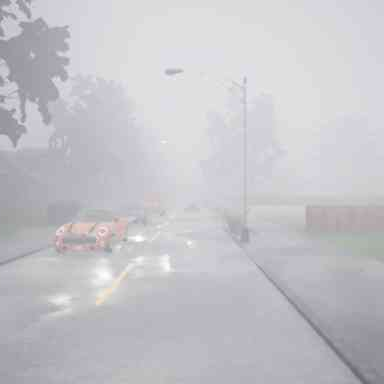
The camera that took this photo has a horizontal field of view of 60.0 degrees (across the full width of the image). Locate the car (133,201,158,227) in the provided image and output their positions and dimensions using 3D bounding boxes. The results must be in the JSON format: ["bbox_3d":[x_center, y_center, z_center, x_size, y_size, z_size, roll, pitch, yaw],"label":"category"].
[{"bbox_3d":[-4.057,1.679,24.631,2.128,1.511,4.902,0,0,0],"label":"car"}]

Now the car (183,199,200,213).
[{"bbox_3d":[0.026,1.837,41.189,1.812,1.442,4.674,0,0,0],"label":"car"}]

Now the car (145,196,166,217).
[{"bbox_3d":[-3.998,1.488,35.146,2.150,2.045,5.566,0,0,0],"label":"car"}]

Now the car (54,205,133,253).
[{"bbox_3d":[-4.091,1.461,14.231,2.097,1.767,4.553,0,0,0],"label":"car"}]

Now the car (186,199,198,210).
[{"bbox_3d":[0.007,1.886,50.307,1.837,1.490,4.892,0,0,0],"label":"car"}]
